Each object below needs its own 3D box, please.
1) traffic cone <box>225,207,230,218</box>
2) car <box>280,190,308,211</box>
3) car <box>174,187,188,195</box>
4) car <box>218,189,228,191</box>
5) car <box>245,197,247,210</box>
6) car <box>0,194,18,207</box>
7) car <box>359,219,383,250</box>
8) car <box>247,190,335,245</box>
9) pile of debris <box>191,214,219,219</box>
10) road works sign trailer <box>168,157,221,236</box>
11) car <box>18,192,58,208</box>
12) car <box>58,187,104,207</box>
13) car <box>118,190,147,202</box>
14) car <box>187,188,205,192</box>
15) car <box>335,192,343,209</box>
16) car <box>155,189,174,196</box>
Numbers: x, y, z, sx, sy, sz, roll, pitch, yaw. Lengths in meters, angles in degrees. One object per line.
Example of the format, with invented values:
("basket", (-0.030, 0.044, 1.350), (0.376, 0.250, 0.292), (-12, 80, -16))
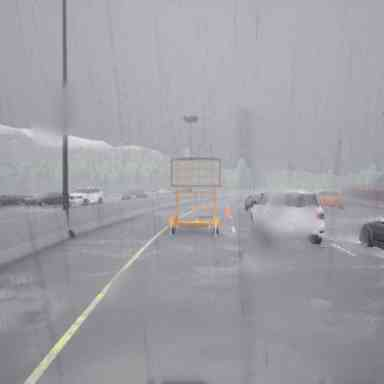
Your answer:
("traffic cone", (2.433, 1.493, 22.908), (0.340, 0.580, 0.340), (0, 1, 6))
("car", (9.696, 0.722, 31.903), (2.097, 1.767, 4.553), (0, 1, 11))
("car", (-2.437, -0.277, 73.460), (2.150, 2.045, 5.566), (1, 1, 24))
("car", (7.082, -0.079, 76.899), (1.994, 1.385, 4.181), (1, 1, 28))
("car", (6.081, 0.932, 31.666), (1.994, 1.385, 4.181), (0, 1, 11))
("car", (-18.792, 0.893, 32.951), (1.895, 1.301, 4.718), (0, 1, 10))
("car", (7.205, 1.358, 10.744), (1.994, 1.385, 4.181), (0, 1, 2))
("car", (3.834, 0.940, 14.118), (2.150, 2.045, 5.566), (0, 1, 3))
("pile of debris", (0.954, 1.698, 23.074), (1.860, 0.140, 1.500), (0, 1, 6))
("road works sign trailer", (0.197, 0.136, 16.082), (2.380, 3.560, 2.880), (0, 1, 6))
("car", (-15.009, 0.753, 34.140), (1.882, 1.535, 5.008), (0, 1, 11))
("car", (-11.307, 0.489, 35.008), (2.150, 2.045, 5.566), (0, 1, 11))
("car", (-6.862, 0.545, 39.032), (2.097, 1.767, 4.553), (0, 1, 13))
("car", (1.385, 0.037, 73.390), (1.812, 1.442, 4.674), (1, 1, 26))
("car", (13.537, 0.703, 33.246), (2.097, 1.767, 4.553), (0, 1, 12))
("car", (-6.417, 0.021, 73.190), (1.812, 1.442, 4.674), (1, 1, 24))
